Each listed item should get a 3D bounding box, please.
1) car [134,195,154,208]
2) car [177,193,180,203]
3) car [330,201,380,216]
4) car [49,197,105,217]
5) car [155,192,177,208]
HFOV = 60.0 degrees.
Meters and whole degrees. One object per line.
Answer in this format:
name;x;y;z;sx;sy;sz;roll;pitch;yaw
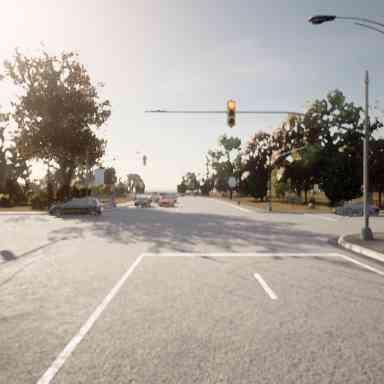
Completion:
car;-7.149;1.443;48.214;1.837;1.490;4.892;0;0;0
car;-3.755;1.381;64.374;1.837;1.490;4.892;0;0;-1
car;15.205;1.529;31.161;4.181;1.385;1.994;0;0;-3
car;-10.236;1.315;29.698;4.553;1.767;2.097;0;0;-3
car;-3.649;1.291;48.055;2.097;1.767;4.553;0;0;0
